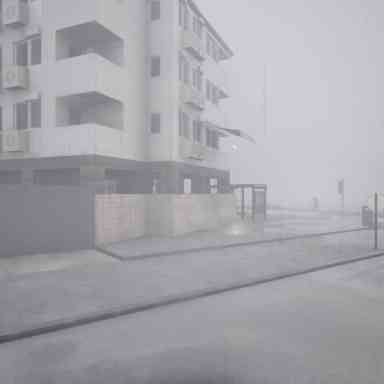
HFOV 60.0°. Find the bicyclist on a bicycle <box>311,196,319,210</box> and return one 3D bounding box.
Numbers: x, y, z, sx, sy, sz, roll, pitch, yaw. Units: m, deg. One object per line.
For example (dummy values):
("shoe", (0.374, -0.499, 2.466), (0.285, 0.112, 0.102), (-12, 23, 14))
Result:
("bicyclist on a bicycle", (14.628, 1.349, 39.528), (1.656, 1.620, 0.582), (0, 0, -35))
